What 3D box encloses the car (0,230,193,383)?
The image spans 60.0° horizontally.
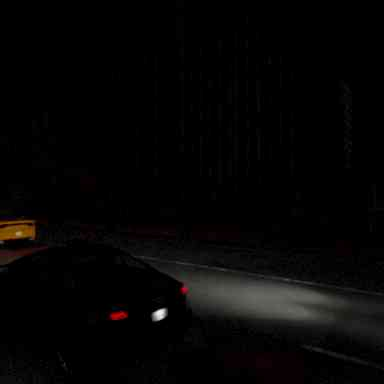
[{"bbox_3d":[-2.050,1.579,5.514,4.181,1.385,1.994,0,0,36],"label":"car"}]

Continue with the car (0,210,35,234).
[{"bbox_3d":[-8.961,1.530,14.786,5.008,1.535,1.882,0,0,36],"label":"car"}]
